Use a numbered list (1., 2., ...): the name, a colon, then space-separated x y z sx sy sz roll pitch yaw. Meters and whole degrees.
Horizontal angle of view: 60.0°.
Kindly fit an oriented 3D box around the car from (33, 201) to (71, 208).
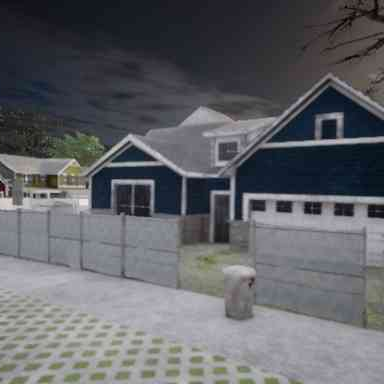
1. car: -14.269 1.647 34.035 1.812 1.442 4.674 1 0 18
